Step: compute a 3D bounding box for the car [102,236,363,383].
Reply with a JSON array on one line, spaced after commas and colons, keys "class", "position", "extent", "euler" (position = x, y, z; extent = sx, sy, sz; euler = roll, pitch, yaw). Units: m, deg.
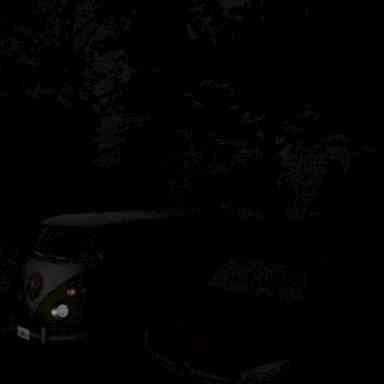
[{"class": "car", "position": [1.240, 1.542, 4.880], "extent": [2.002, 1.452, 4.674], "euler": [-1, -1, 36]}]

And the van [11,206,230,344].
[{"class": "van", "position": [-1.013, 1.311, 6.330], "extent": [1.878, 1.987, 4.442], "euler": [-1, 0, 35]}]
